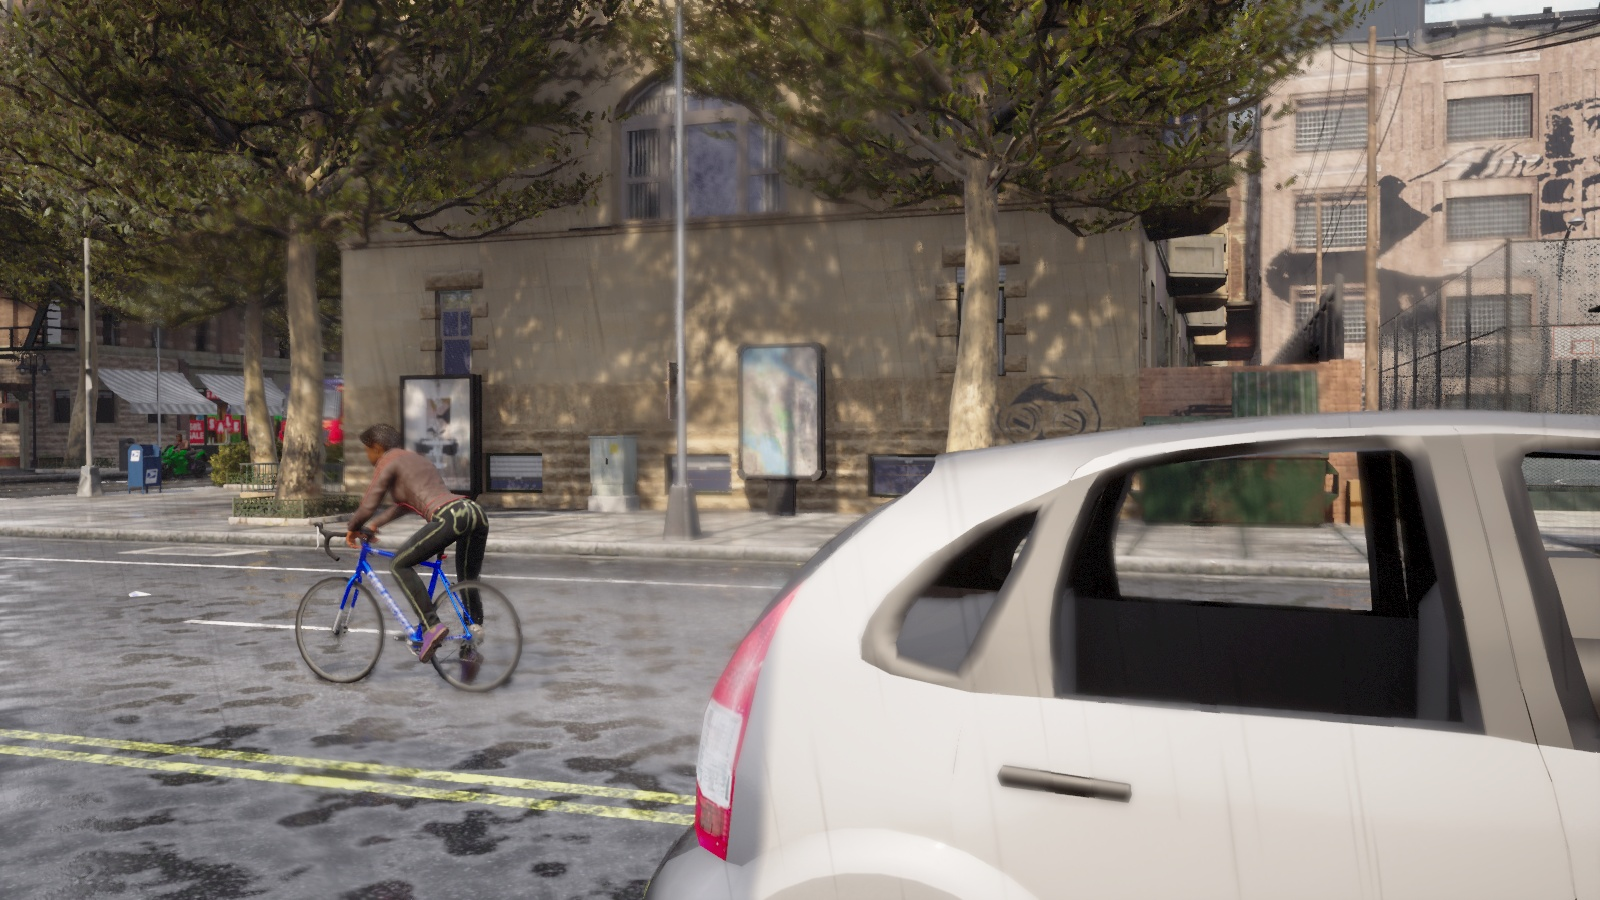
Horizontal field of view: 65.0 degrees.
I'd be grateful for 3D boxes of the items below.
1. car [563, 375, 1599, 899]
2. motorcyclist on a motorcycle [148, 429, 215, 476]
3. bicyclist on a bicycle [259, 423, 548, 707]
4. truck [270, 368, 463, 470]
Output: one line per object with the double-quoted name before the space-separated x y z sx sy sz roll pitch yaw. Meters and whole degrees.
"car" 1.739 0.690 2.607 3.988 1.617 1.851 1 1 19
"motorcyclist on a motorcycle" -20.733 0.056 42.158 0.797 1.523 2.044 1 1 19
"bicyclist on a bicycle" -2.426 0.647 7.694 1.656 1.620 0.582 0 1 19
"truck" -17.521 -1.230 51.577 2.891 3.827 8.468 1 1 19
